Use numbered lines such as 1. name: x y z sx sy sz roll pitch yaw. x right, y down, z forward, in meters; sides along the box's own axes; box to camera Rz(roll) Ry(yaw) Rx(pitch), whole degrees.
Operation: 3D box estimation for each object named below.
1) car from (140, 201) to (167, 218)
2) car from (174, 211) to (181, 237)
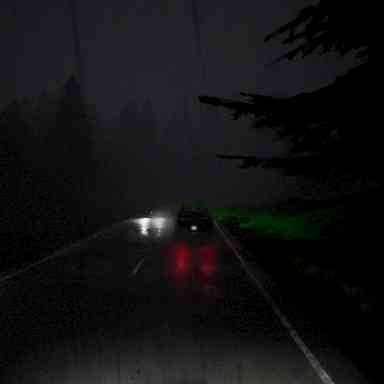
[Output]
1. car: -3.243 1.460 28.702 1.994 1.385 4.181 0 0 1
2. car: 0.098 1.427 17.744 2.128 1.511 4.902 0 0 0
